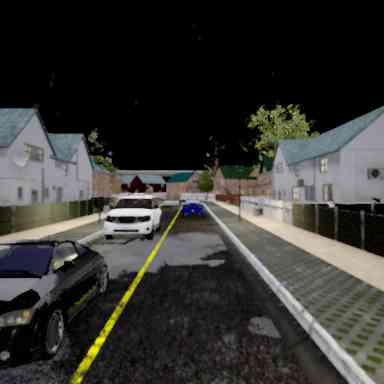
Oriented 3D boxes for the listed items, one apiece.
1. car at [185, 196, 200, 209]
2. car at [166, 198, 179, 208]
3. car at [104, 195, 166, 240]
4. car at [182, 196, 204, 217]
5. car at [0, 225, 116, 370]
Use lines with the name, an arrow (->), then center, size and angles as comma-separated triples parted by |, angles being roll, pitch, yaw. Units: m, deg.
car -> 0.068, 1.322, 43.888 | 1.882, 1.535, 5.008 | 0, 0, 0
car -> -2.857, 1.439, 45.608 | 1.895, 1.301, 4.718 | 0, 0, 0
car -> -2.813, 1.166, 17.045 | 2.150, 2.045, 5.566 | 0, 0, 0
car -> 0.081, 1.376, 29.957 | 1.882, 1.535, 5.008 | 0, 0, 0
car -> -2.852, 1.546, 5.770 | 1.994, 1.385, 4.181 | 0, 0, 0
